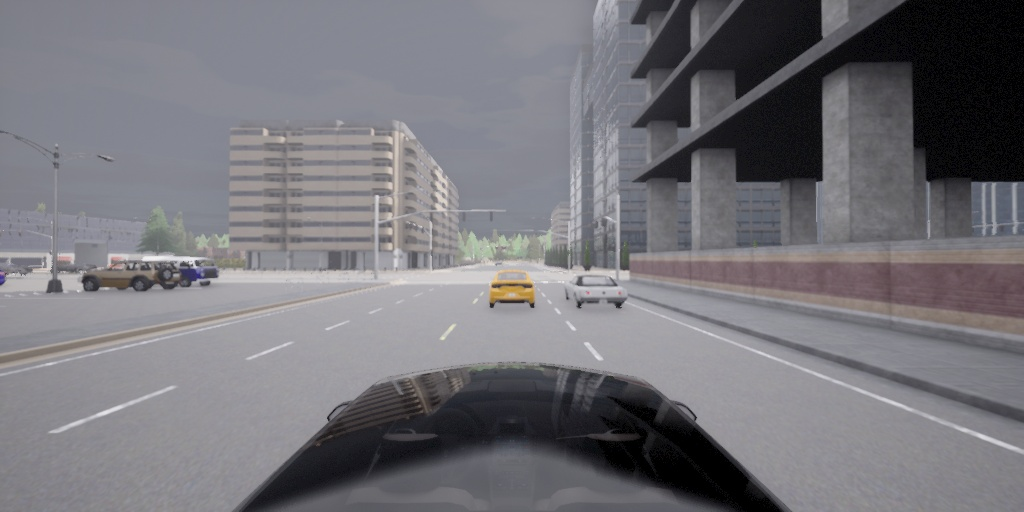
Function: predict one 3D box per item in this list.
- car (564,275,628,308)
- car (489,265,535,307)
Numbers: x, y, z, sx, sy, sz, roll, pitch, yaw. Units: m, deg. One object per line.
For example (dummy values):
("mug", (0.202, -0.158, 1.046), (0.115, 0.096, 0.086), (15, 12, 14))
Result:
("car", (3.507, 1.485, 15.958), (1.895, 1.301, 4.718), (0, -1, 0))
("car", (0.011, 1.366, 16.338), (1.882, 1.535, 5.008), (0, 0, 0))
